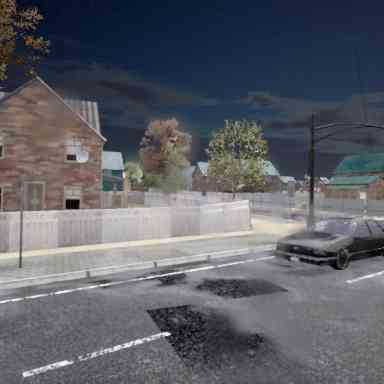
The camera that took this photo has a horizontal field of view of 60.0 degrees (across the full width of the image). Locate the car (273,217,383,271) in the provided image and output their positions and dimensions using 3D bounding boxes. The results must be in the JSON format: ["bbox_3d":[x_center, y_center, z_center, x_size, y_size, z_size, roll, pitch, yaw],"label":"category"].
[{"bbox_3d":[5.155,1.556,11.159,5.357,1.411,2.033,0,0,-35],"label":"car"}]

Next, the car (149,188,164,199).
[{"bbox_3d":[-6.609,0.335,61.622,2.150,2.045,5.566,1,1,-21],"label":"car"}]
